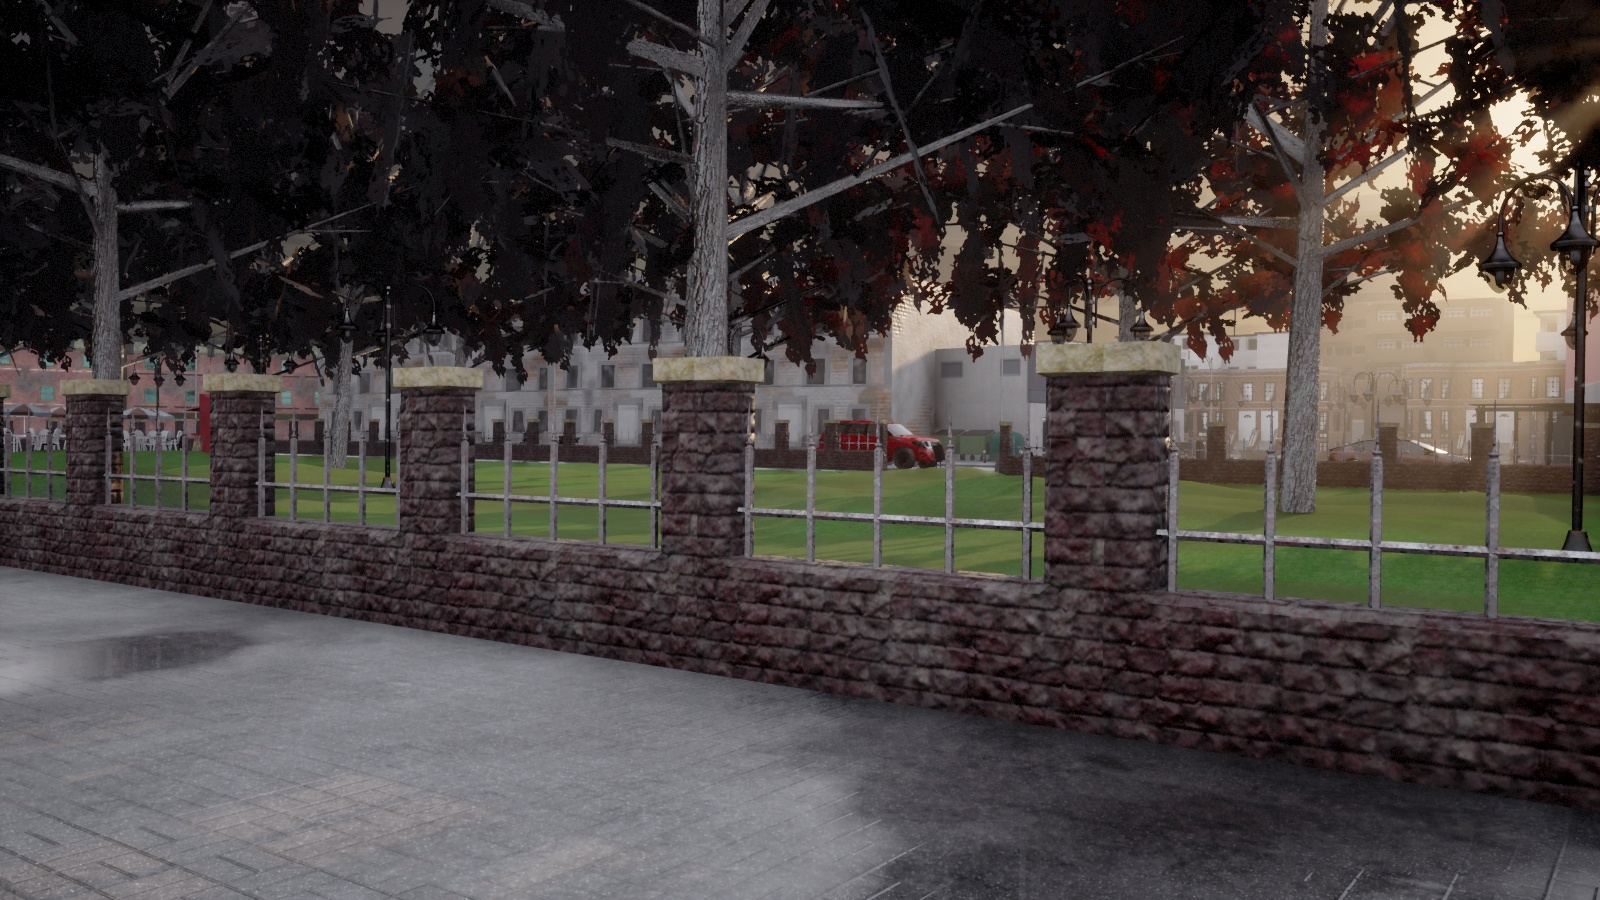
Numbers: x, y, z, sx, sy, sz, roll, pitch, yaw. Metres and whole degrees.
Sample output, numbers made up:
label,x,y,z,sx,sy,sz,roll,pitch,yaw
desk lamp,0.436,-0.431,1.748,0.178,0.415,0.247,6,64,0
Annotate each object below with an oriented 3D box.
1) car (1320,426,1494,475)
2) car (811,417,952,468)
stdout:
label,x,y,z,sx,sy,sz,roll,pitch,yaw
car,19.728,-0.006,40.903,4.792,1.488,2.163,0,1,36
car,3.368,-0.296,52.540,5.566,2.045,2.150,0,1,36
